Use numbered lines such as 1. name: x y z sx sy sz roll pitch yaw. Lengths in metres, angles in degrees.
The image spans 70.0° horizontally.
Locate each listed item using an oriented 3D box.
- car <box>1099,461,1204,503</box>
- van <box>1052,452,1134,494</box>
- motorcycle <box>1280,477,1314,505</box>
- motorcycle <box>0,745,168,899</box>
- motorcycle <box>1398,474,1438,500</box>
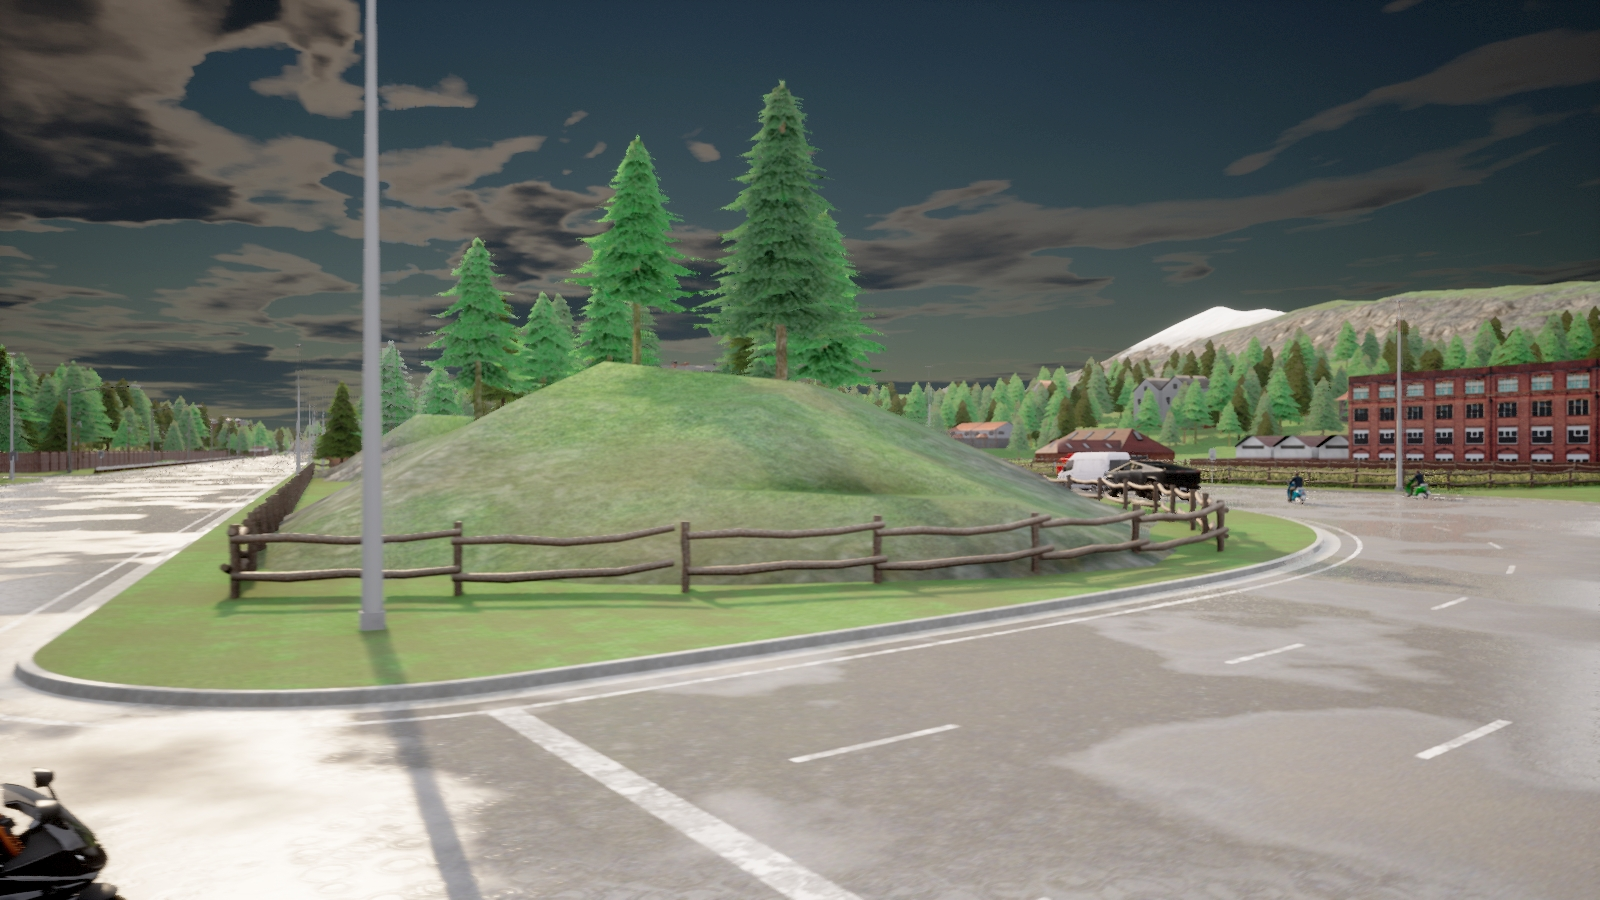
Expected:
1. car: 18.798 1.652 61.479 2.390 2.098 6.274 0 0 -15
2. van: 18.668 1.423 73.100 1.988 2.561 5.915 0 0 -21
3. motorcycle: 24.613 2.034 56.651 0.856 1.316 1.805 0 0 -1
4. motorcycle: -4.157 2.206 5.147 2.209 1.251 0.867 0 0 -35
5. motorcycle: 33.513 2.010 61.991 0.856 1.316 1.805 -3 1 -15
